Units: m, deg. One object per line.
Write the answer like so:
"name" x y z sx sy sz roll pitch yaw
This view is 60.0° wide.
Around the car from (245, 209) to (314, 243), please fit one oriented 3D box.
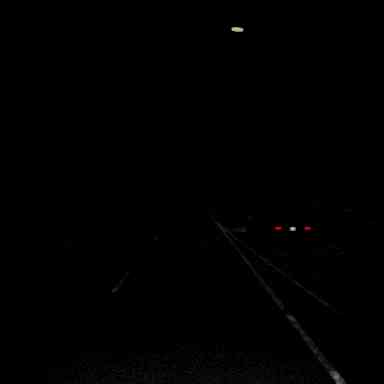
"car" 3.892 1.501 15.699 2.033 1.411 5.357 0 0 -3
